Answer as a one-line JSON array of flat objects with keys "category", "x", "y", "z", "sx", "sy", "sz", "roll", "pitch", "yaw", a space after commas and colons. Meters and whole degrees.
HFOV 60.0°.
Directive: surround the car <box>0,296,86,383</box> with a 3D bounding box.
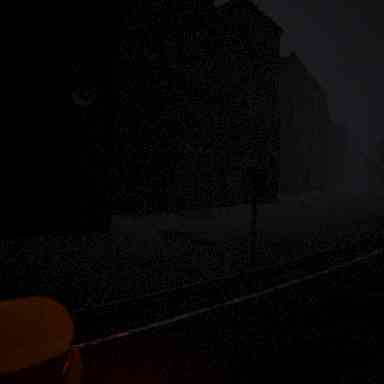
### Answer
[{"category": "car", "x": -3.213, "y": 1.490, "z": 1.867, "sx": 5.008, "sy": 1.535, "sz": 1.882, "roll": 0, "pitch": 0, "yaw": -36}]
